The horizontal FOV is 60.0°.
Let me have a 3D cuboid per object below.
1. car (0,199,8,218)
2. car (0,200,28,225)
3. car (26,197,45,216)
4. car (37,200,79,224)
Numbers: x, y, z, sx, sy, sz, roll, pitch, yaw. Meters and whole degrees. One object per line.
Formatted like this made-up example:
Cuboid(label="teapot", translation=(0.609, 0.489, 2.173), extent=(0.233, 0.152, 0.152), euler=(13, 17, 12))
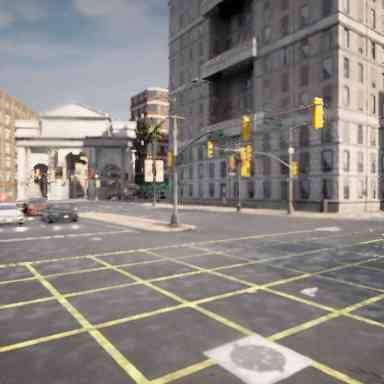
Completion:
Cuboid(label="car", translation=(-18.370, 1.489, 30.809), extent=(1.837, 1.490, 4.892), euler=(0, 0, -35))
Cuboid(label="car", translation=(-13.034, 1.512, 23.245), extent=(1.812, 1.442, 4.674), euler=(0, 0, -35))
Cuboid(label="car", translation=(-14.868, 1.323, 31.975), extent=(2.097, 1.767, 4.553), euler=(0, 0, -35))
Cuboid(label="car", translation=(-9.962, 1.536, 24.962), extent=(1.994, 1.385, 4.181), euler=(0, 0, -35))
